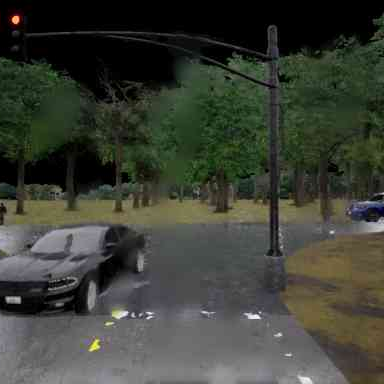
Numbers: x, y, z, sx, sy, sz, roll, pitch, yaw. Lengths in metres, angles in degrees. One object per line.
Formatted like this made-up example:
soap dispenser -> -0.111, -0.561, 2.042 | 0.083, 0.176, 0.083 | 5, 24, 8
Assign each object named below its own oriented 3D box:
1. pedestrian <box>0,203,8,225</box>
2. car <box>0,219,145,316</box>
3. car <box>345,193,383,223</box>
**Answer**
pedestrian -> -15.239, 1.718, 26.772 | 0.375, 1.860, 0.375 | 0, -1, 0
car -> -2.556, 1.482, 7.881 | 1.882, 1.535, 5.008 | -1, 0, 8
car -> 13.632, 1.036, 22.974 | 5.566, 2.045, 2.150 | -1, -2, -1
